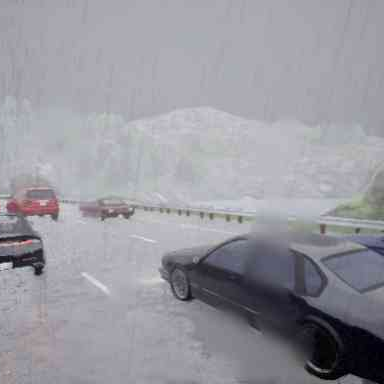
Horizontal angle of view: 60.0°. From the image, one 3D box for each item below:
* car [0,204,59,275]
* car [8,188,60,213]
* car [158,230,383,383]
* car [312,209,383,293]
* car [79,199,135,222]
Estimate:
[{"bbox_3d":[-5.324,1.310,8.973,2.128,1.511,4.902,-2,2,-35],"label":"car"},{"bbox_3d":[-10.325,0.759,21.494,2.150,2.045,5.566,-2,2,-38],"label":"car"},{"bbox_3d":[1.403,1.348,5.312,2.033,1.411,5.357,-2,2,-33],"label":"car"},{"bbox_3d":[4.845,1.229,6.368,1.812,1.442,4.674,-2,2,-32],"label":"car"},{"bbox_3d":[-5.528,1.060,21.064,1.895,1.301,4.718,-2,2,-38],"label":"car"}]
